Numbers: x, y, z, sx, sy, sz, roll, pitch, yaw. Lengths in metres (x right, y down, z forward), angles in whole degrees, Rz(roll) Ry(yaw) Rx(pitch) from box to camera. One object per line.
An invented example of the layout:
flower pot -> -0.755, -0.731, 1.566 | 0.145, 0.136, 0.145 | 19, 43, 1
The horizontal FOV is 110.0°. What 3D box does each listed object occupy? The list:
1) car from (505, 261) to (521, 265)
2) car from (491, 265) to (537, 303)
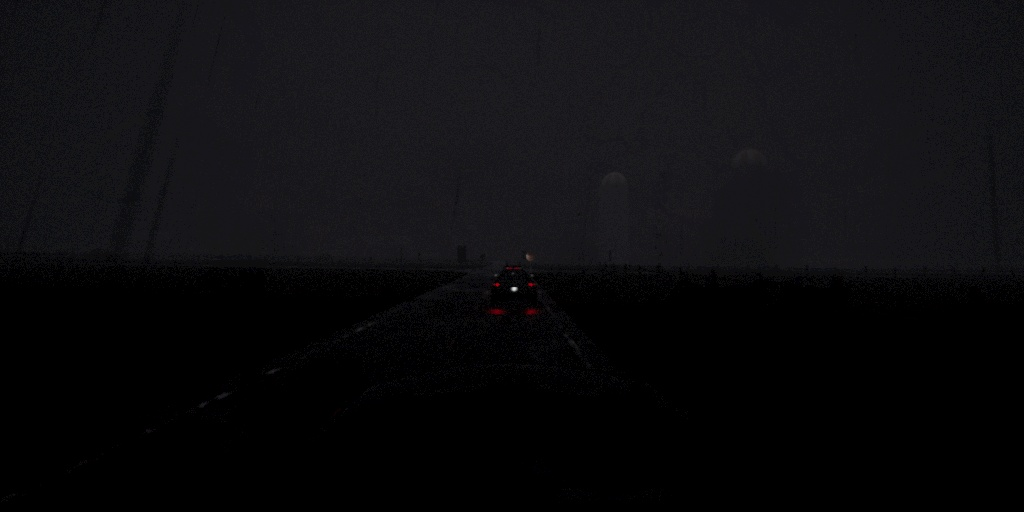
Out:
car -> 0.088, 1.217, 31.501 | 2.128, 1.511, 4.902 | 0, 0, 0
car -> 0.090, 1.299, 16.434 | 1.994, 1.385, 4.181 | 0, 0, 0
